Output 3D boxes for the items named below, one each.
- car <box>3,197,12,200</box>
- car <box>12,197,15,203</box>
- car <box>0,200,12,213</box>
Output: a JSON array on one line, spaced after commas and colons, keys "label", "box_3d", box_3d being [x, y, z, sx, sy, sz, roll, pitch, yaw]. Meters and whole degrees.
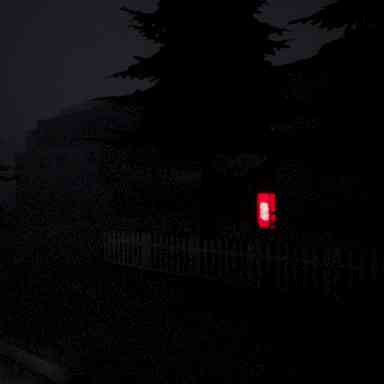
[{"label": "car", "box_3d": [-40.868, 1.837, 74.693, 4.514, 1.523, 2.007, -1, 0, 35]}, {"label": "car", "box_3d": [-29.309, 1.505, 58.895, 4.605, 1.855, 1.932, -1, 0, 35]}, {"label": "car", "box_3d": [-23.300, 1.871, 37.172, 1.895, 1.301, 4.718, -1, 0, 36]}]
